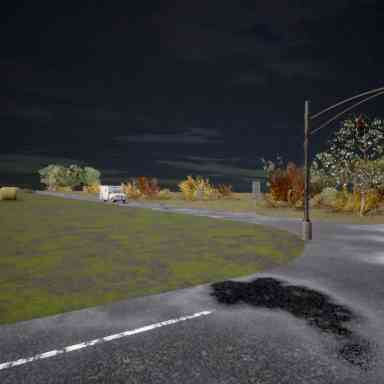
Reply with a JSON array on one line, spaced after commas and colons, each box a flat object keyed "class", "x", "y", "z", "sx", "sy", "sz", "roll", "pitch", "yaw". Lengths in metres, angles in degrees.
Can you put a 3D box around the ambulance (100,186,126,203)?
[{"class": "ambulance", "x": -11.882, "y": 0.341, "z": 50.062, "sx": 2.351, "sy": 2.431, "sz": 6.366, "roll": 2, "pitch": 0, "yaw": -32}]
